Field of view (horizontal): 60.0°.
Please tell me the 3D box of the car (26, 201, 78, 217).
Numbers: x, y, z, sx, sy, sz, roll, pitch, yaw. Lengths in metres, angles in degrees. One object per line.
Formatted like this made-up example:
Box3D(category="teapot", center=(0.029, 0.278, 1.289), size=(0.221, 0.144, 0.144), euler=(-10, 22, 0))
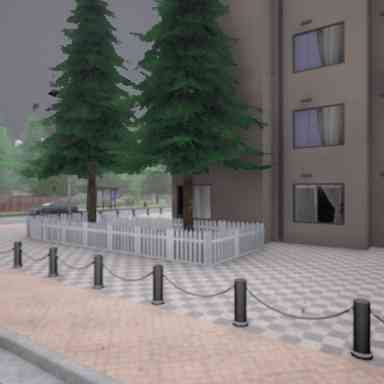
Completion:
Box3D(category="car", center=(-12.835, 1.528, 30.686), size=(1.812, 1.442, 4.674), euler=(0, 0, 37))
